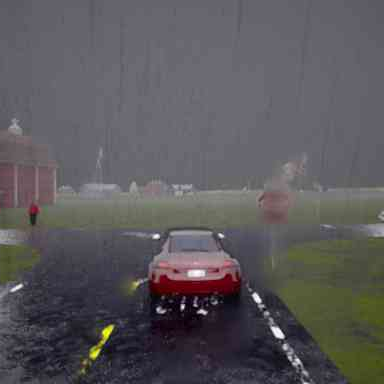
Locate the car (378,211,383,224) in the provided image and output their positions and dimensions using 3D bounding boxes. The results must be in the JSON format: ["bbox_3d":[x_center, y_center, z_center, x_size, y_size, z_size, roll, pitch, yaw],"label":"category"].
[{"bbox_3d":[14.037,1.321,20.558,4.674,1.442,1.812,-1,-1,-4],"label":"car"}]

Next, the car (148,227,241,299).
[{"bbox_3d":[-0.065,1.581,8.571,1.994,1.385,4.181,0,0,-4],"label":"car"}]

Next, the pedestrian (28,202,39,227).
[{"bbox_3d":[-11.213,1.536,23.496,0.375,1.860,0.375,0,0,4],"label":"pedestrian"}]
